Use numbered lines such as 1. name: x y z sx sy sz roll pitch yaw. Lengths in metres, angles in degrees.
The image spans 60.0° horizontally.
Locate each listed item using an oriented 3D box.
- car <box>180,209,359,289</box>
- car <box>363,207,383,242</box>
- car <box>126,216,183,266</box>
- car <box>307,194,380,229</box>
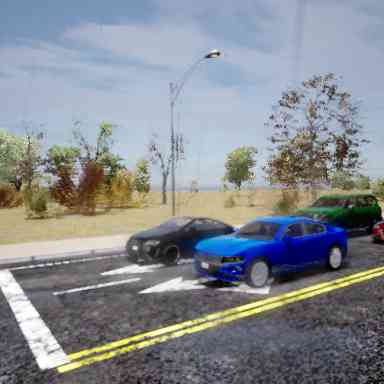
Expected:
1. car: 2.353 1.451 9.320 5.008 1.535 1.882 0 0 -35
2. car: 9.690 1.481 14.502 4.181 1.385 1.994 0 0 -34
3. car: -0.142 1.548 11.535 4.181 1.385 1.994 0 0 -35
4. car: 7.488 1.147 16.936 5.566 2.045 2.150 0 0 -35
